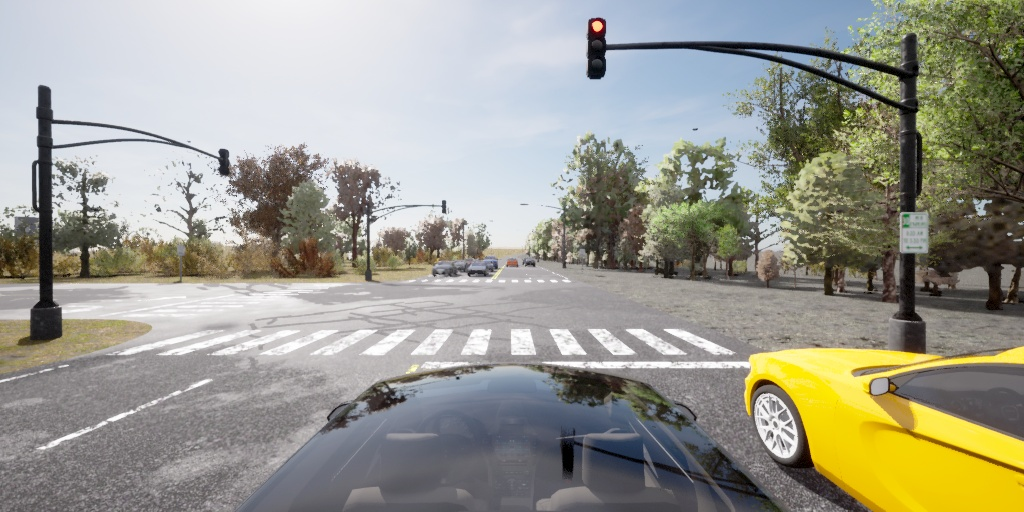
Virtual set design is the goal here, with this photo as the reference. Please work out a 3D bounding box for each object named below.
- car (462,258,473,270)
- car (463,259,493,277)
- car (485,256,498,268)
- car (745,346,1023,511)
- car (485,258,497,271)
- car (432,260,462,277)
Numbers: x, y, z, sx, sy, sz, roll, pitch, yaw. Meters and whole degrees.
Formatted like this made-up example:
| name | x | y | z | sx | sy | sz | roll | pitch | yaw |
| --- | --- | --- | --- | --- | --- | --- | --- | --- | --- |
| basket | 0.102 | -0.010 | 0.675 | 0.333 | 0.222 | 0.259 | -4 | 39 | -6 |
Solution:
| name | x | y | z | sx | sy | sz | roll | pitch | yaw |
| --- | --- | --- | --- | --- | --- | --- | --- | --- | --- |
| car | -6.600 | 1.242 | 45.631 | 2.128 | 1.511 | 4.902 | 0 | 0 | 0 |
| car | -3.352 | 1.297 | 36.098 | 2.033 | 1.411 | 5.357 | 0 | 0 | 0 |
| car | -3.344 | 0.973 | 56.271 | 2.150 | 2.045 | 5.566 | 0 | 0 | 0 |
| car | 3.363 | 1.195 | 1.727 | 1.882 | 1.535 | 5.008 | 0 | 1 | 0 |
| car | -3.348 | 1.314 | 45.744 | 1.994 | 1.385 | 4.181 | 0 | 0 | 0 |
| car | -6.600 | 1.242 | 35.373 | 2.128 | 1.511 | 4.902 | 0 | 0 | 0 |
